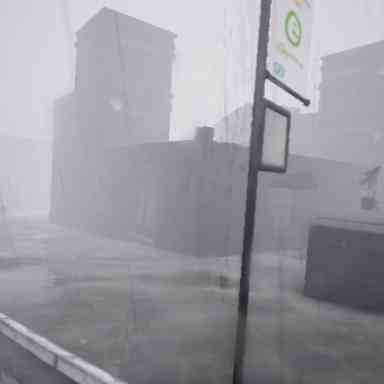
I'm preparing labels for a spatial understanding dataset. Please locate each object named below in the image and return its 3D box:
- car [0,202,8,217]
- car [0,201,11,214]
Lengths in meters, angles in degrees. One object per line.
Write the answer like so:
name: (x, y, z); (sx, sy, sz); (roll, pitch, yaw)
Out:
car: (-21.107, 1.908, 34.676); (2.128, 1.511, 4.902); (4, -2, -8)
car: (-25.084, 1.870, 41.610); (1.882, 1.535, 5.008); (4, -2, 2)
